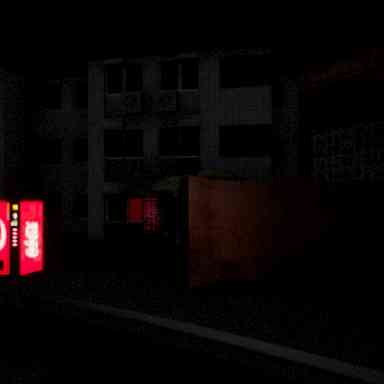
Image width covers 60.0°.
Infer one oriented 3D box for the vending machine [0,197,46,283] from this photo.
[{"bbox_3d":[-4.672,1.195,8.870,0.880,2.100,1.100,0,0,22],"label":"vending machine"}]
